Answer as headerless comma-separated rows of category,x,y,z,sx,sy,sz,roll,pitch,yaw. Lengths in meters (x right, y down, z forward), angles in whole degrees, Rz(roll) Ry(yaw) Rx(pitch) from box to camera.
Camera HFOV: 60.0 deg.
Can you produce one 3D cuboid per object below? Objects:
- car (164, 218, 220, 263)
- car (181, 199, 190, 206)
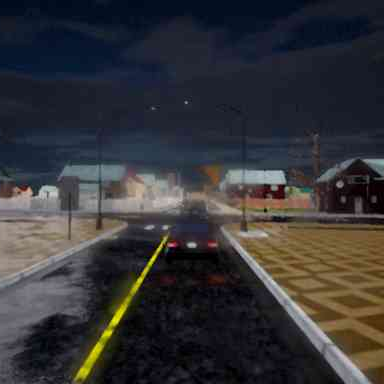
car,0.009,1.676,12.543,2.033,1.411,5.357,0,-1,0
car,-1.366,2.381,75.791,2.033,1.411,5.357,0,-1,2
